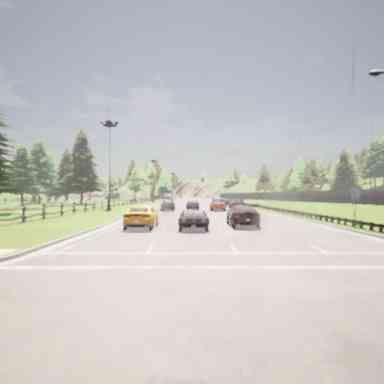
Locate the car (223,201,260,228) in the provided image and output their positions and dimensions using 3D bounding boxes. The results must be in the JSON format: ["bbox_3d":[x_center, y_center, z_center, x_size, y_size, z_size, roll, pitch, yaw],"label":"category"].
[{"bbox_3d":[3.602,1.684,23.975,1.882,1.535,5.008,0,0,0],"label":"car"}]

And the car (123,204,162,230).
[{"bbox_3d":[-3.397,1.673,22.672,1.882,1.535,5.008,0,0,0],"label":"car"}]

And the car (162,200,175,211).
[{"bbox_3d":[-3.393,1.903,47.801,2.128,1.511,4.902,0,0,0],"label":"car"}]

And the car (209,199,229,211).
[{"bbox_3d":[3.606,1.761,47.569,2.097,1.767,4.553,0,0,0],"label":"car"}]

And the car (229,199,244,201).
[{"bbox_3d":[7.007,1.792,51.222,2.097,1.767,4.553,0,0,0],"label":"car"}]

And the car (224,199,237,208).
[{"bbox_3d":[7.008,2.031,61.253,1.837,1.490,4.892,0,0,0],"label":"car"}]

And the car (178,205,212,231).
[{"bbox_3d":[0.103,1.792,22.147,1.895,1.301,4.718,0,0,0],"label":"car"}]

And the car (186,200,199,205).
[{"bbox_3d":[0.107,1.902,47.806,2.128,1.511,4.902,0,0,0],"label":"car"}]
